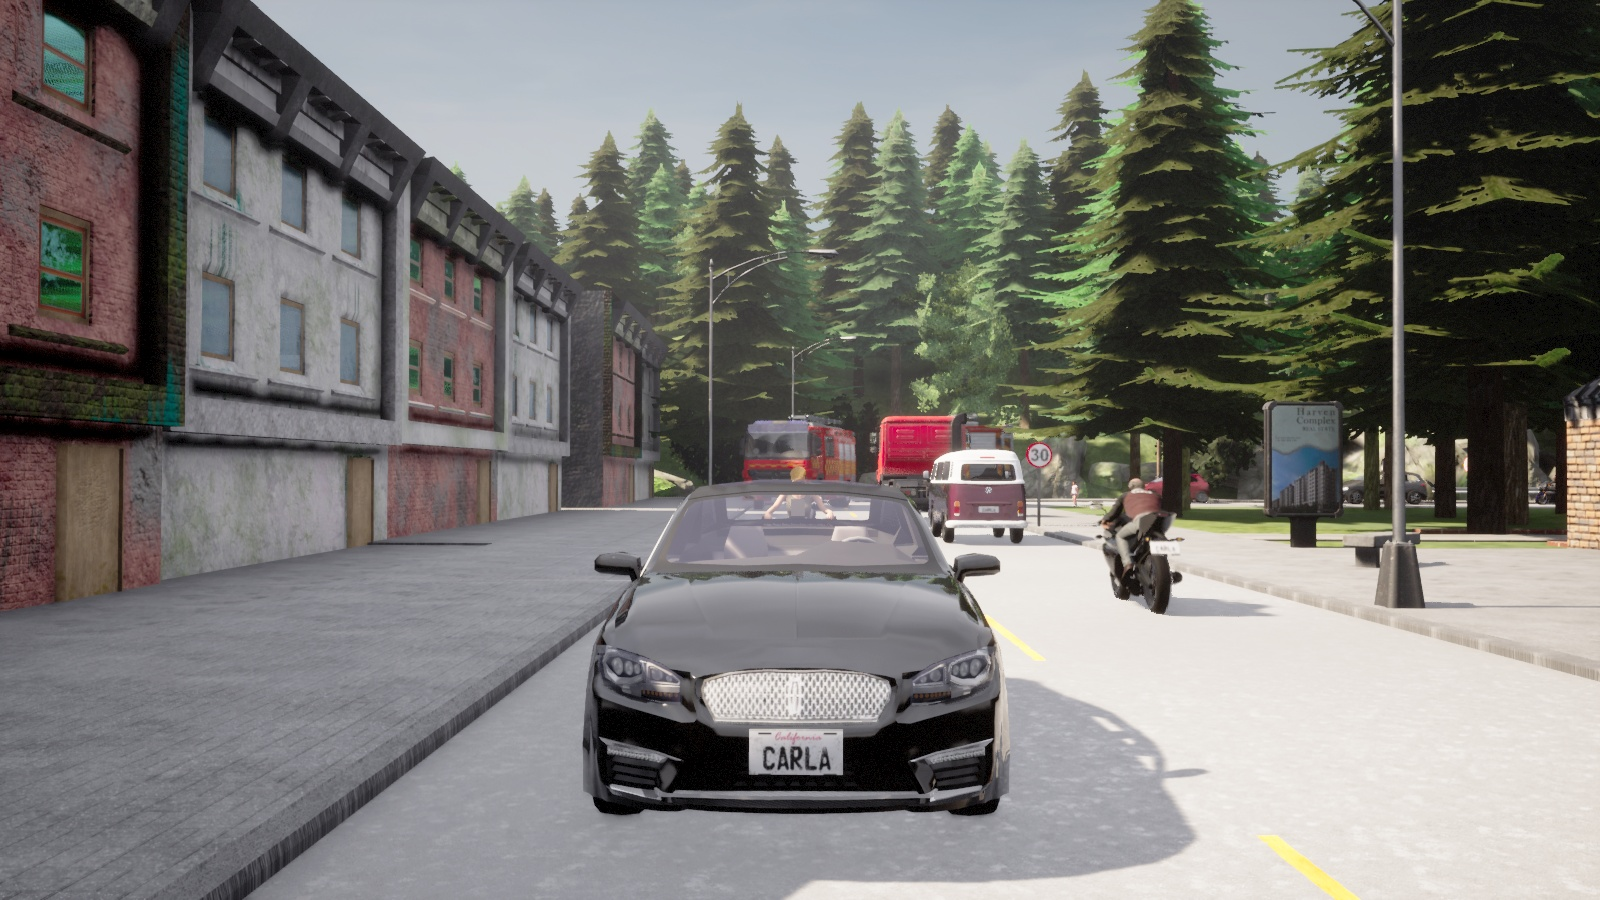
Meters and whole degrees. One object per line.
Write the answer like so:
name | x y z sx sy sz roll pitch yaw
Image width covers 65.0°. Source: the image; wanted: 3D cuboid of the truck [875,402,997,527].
truck | 4.011 0.466 38.741 2.891 3.462 7.936 0 -1 0

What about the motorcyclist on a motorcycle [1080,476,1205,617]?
motorcyclist on a motorcycle | 3.996 1.082 14.835 0.866 1.530 2.191 0 -1 0

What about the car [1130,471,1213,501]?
car | 18.692 1.815 63.330 3.633 1.501 1.845 0 -1 0

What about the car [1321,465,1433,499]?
car | 29.066 1.605 63.388 4.611 1.667 2.242 0 -1 0

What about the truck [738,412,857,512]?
truck | 0.068 0.532 52.674 2.891 3.827 8.468 -1 -1 15

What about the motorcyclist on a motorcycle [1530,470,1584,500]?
motorcyclist on a motorcycle | 38.247 1.759 63.430 2.191 1.530 0.866 0 -1 0

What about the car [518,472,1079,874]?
car | -0.007 0.892 7.230 2.128 1.511 4.902 0 -1 0

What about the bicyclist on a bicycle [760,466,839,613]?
bicyclist on a bicycle | -0.005 0.996 14.605 0.866 1.612 1.509 0 -1 0

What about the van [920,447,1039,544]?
van | 4.006 1.003 28.737 2.069 2.038 4.480 0 -1 0

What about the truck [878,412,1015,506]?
truck | 6.311 0.516 55.765 2.891 3.827 8.468 0 -2 -16
